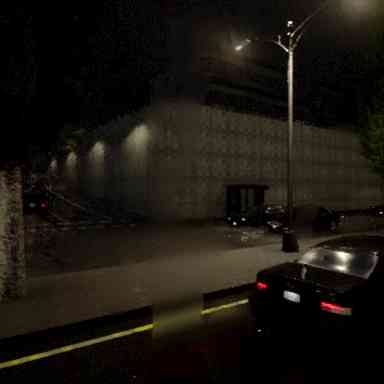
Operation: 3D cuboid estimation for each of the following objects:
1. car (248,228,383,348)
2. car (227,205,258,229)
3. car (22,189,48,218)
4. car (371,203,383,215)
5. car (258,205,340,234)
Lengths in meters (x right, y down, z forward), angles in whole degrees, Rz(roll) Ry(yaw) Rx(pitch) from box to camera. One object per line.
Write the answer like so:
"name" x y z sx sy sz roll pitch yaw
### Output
"car" 3.471 1.543 6.223 5.357 1.411 2.033 0 0 -36
"car" 4.835 1.536 21.741 5.357 1.411 2.033 0 0 -33
"car" -12.299 0.767 24.897 2.150 2.045 5.566 1 5 -33
"car" 19.140 1.578 31.774 4.718 1.301 1.895 0 0 -35
"car" 6.134 1.494 18.198 4.892 1.490 1.837 0 0 -35
